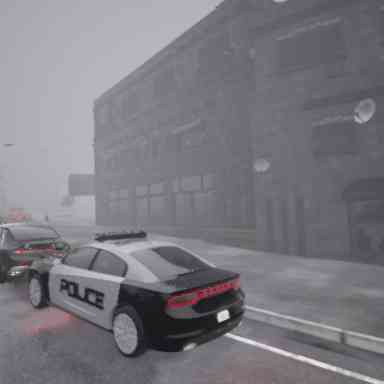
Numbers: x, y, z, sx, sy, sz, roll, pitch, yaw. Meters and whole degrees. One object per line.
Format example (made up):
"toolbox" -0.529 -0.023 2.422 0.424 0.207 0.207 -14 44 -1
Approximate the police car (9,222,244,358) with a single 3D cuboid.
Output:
"police car" -1.472 1.576 6.475 5.238 1.638 1.930 -1 -2 42

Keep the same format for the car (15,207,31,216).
"car" -21.391 2.630 41.139 2.097 1.767 4.553 -1 -2 -16

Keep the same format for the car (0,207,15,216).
"car" -18.163 2.353 30.809 1.837 1.490 4.892 -1 -2 -18

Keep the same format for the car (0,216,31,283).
"car" -5.441 1.724 10.450 1.837 1.490 4.892 1 -2 -42
